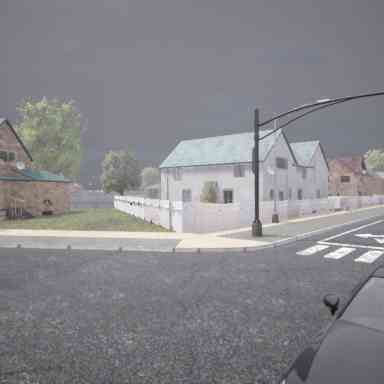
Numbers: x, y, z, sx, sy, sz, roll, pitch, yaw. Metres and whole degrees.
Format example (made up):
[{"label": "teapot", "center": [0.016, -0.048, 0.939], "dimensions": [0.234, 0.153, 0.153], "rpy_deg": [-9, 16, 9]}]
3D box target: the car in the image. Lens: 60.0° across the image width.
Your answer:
[{"label": "car", "center": [2.551, 1.524, 3.451], "dimensions": [1.812, 1.442, 4.674], "rpy_deg": [0, 0, 42]}]
